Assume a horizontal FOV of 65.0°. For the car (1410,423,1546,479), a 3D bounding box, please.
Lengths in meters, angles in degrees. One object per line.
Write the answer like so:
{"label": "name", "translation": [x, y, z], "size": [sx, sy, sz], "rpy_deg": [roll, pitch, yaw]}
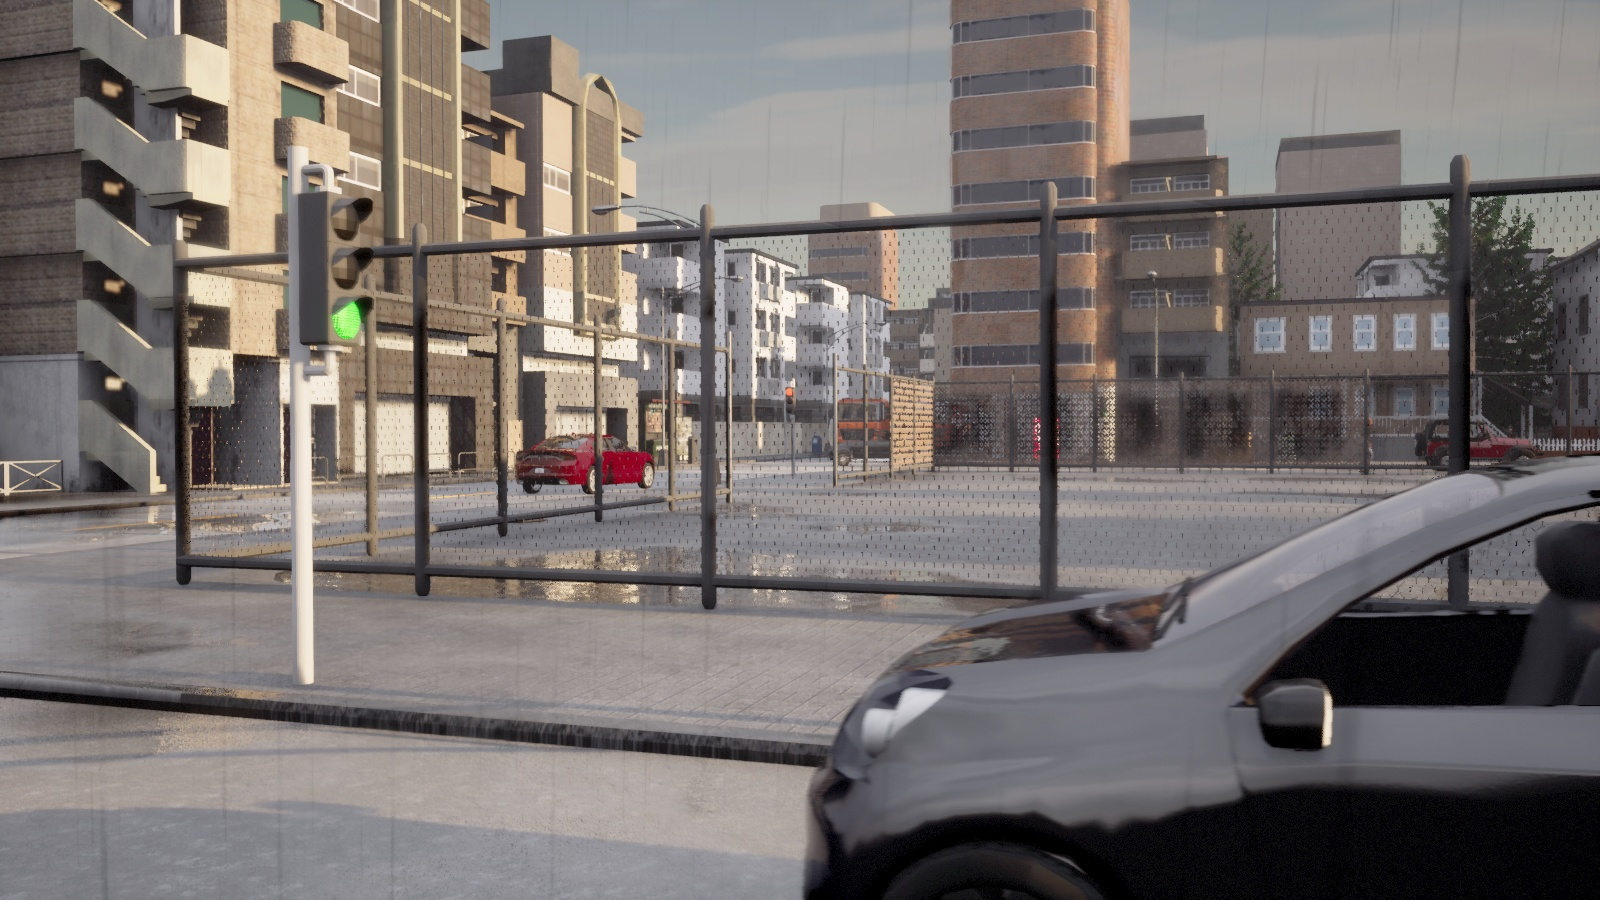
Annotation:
{"label": "car", "translation": [23.479, 0.012, 43.646], "size": [3.866, 1.878, 1.905], "rpy_deg": [1, 1, 19]}

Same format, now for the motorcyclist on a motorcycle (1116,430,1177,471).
{"label": "motorcyclist on a motorcycle", "translation": [14.081, 0.013, 51.013], "size": [2.350, 1.649, 0.766], "rpy_deg": [0, 1, 19]}

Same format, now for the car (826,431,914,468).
{"label": "car", "translation": [2.971, -0.043, 53.638], "size": [3.705, 1.549, 1.789], "rpy_deg": [0, 0, 2]}

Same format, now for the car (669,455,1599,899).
{"label": "car", "translation": [1.720, 0.797, 3.145], "size": [3.633, 1.501, 1.845], "rpy_deg": [1, 1, 19]}

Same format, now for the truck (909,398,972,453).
{"label": "truck", "translation": [10.383, -1.776, 92.243], "size": [2.891, 3.827, 8.468], "rpy_deg": [1, 1, 18]}

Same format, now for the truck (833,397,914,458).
{"label": "truck", "translation": [4.478, -1.336, 74.755], "size": [2.891, 3.462, 7.936], "rpy_deg": [1, 1, 18]}

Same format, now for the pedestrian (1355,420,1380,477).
{"label": "pedestrian", "translation": [18.495, -0.050, 40.935], "size": [0.706, 1.836, 0.354], "rpy_deg": [1, 1, 28]}

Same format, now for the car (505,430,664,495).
{"label": "car", "translation": [-5.473, 0.262, 32.603], "size": [1.882, 1.535, 5.008], "rpy_deg": [1, 1, 19]}
